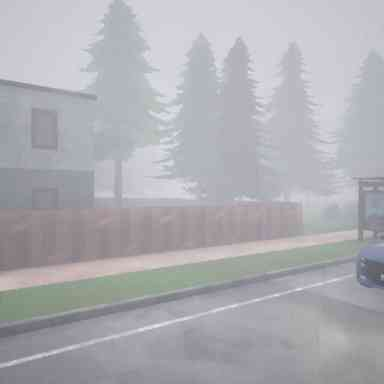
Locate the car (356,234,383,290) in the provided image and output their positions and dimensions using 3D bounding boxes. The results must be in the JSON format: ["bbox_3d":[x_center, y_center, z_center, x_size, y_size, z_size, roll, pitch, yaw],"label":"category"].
[{"bbox_3d":[5.988,1.478,8.086,5.008,1.535,1.882,0,0,-34],"label":"car"}]
